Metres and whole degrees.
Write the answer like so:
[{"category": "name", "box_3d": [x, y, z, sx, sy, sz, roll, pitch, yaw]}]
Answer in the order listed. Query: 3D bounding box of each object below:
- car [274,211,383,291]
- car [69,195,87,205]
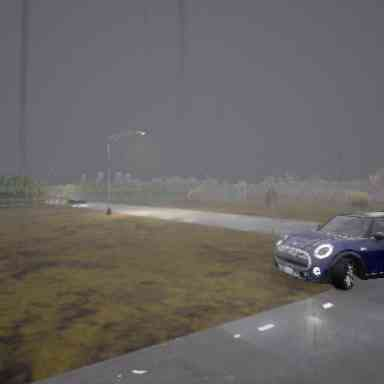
[{"category": "car", "box_3d": [4.487, 1.328, 8.881, 4.553, 1.767, 2.097, 0, 1, -19]}, {"category": "car", "box_3d": [-17.597, 1.227, 50.736, 1.994, 1.385, 4.181, -2, 1, -35]}]
